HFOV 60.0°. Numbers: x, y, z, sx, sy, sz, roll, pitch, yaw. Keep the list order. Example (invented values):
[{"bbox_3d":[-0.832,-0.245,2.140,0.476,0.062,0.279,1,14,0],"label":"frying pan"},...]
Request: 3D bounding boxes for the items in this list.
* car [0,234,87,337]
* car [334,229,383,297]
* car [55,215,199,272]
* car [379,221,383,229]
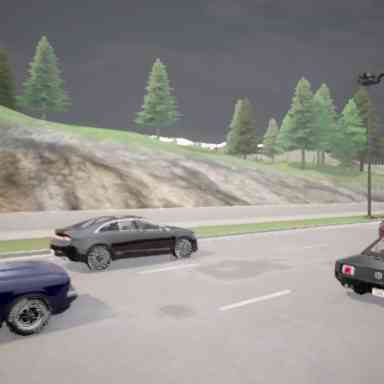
[{"bbox_3d":[-4.274,1.597,4.994,4.718,1.301,1.895,0,0,-36],"label":"car"},{"bbox_3d":[5.382,1.632,7.588,4.718,1.301,1.895,0,0,-36],"label":"car"},{"bbox_3d":[-2.005,1.507,10.915,4.902,1.511,2.128,0,0,-36],"label":"car"},{"bbox_3d":[10.524,1.588,15.555,4.674,1.442,1.812,0,0,-36],"label":"car"}]
